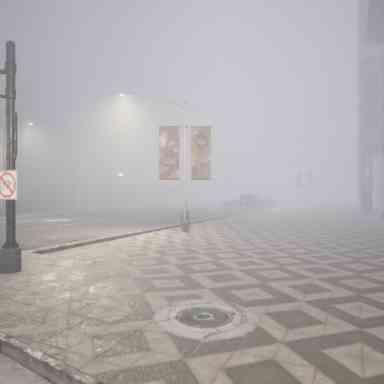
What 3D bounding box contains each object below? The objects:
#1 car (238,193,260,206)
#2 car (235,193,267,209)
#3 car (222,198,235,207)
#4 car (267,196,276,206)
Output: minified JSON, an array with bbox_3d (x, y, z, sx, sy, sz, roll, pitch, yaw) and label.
[{"bbox_3d":[9.762,1.182,56.630,2.150,2.045,5.566,0,0,26],"label":"car"},{"bbox_3d":[8.159,1.188,45.846,2.150,2.045,5.566,0,0,26],"label":"car"},{"bbox_3d":[6.106,1.569,49.063,1.895,1.301,4.718,0,0,27],"label":"car"},{"bbox_3d":[12.671,1.447,55.178,2.128,1.511,4.902,0,0,26],"label":"car"}]
